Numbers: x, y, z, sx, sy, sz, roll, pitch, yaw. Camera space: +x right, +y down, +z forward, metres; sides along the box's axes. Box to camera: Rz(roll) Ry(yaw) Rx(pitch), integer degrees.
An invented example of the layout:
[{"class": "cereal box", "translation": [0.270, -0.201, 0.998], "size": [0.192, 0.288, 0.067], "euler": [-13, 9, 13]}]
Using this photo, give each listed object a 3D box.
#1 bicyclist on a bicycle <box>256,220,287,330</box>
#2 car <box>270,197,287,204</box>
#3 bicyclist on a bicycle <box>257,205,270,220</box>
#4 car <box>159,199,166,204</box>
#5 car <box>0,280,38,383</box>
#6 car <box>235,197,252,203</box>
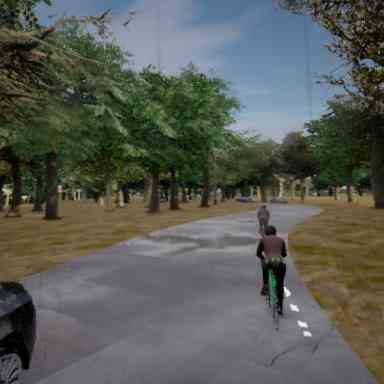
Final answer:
[{"class": "bicyclist on a bicycle", "translation": [1.428, 1.439, 5.920], "size": [0.582, 1.620, 1.656], "euler": [0, 0, 7]}, {"class": "car", "translation": [15.520, 1.513, 60.072], "size": [1.994, 1.385, 4.181], "euler": [0, -1, -7]}, {"class": "bicyclist on a bicycle", "translation": [3.104, 1.397, 14.386], "size": [0.582, 1.620, 1.656], "euler": [0, 0, 15]}, {"class": "car", "translation": [-9.864, 2.536, 93.632], "size": [5.357, 1.411, 2.033], "euler": [-2, -1, 40]}, {"class": "car", "translation": [-2.809, 1.488, 1.872], "size": [2.128, 1.511, 4.902], "euler": [0, 0, 4]}, {"class": "car", "translation": [11.455, 1.802, 74.651], "size": [2.128, 1.511, 4.902], "euler": [0, -1, -28]}]
